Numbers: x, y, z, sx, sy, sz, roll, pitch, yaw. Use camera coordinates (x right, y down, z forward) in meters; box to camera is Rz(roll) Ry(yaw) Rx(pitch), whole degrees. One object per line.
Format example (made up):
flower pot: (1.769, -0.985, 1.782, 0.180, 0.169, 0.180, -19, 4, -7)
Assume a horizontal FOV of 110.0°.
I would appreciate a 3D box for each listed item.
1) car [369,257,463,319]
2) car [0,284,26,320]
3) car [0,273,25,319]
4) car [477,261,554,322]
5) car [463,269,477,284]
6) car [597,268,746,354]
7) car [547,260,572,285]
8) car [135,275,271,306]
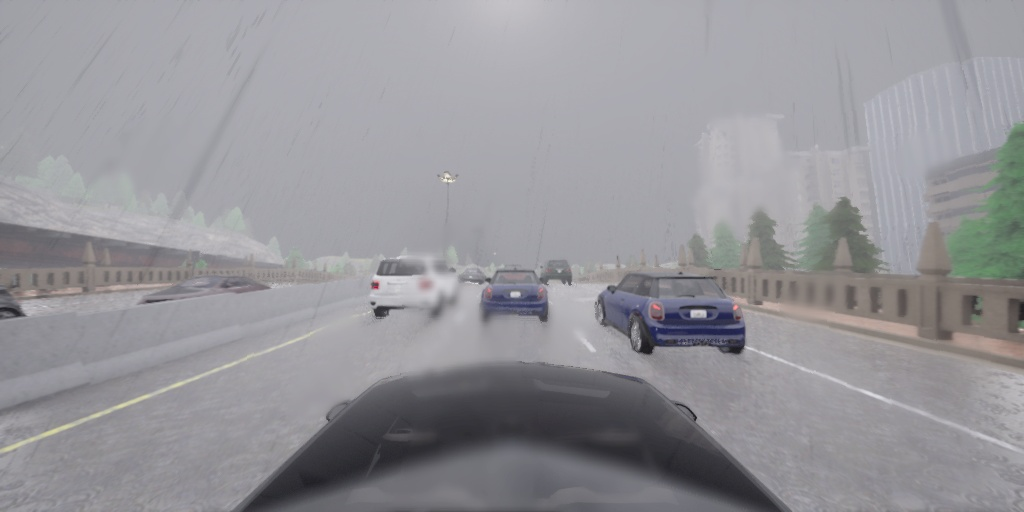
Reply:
car: (-3.395, 1.052, 13.421, 2.150, 2.045, 5.566, 0, 0, 0)
car: (-14.095, 1.352, 7.848, 1.994, 1.385, 4.181, 0, 0, 0)
car: (-17.593, 1.305, 9.834, 1.837, 1.490, 4.892, 0, 0, 0)
car: (0.105, 1.178, 12.750, 2.097, 1.767, 4.553, 0, 0, 0)
car: (-3.385, 1.788, 31.412, 1.994, 1.385, 4.181, 0, -3, 0)
car: (3.603, 1.153, 9.049, 2.097, 1.767, 4.553, 0, 0, 0)
car: (3.614, 1.373, 29.903, 2.150, 2.045, 5.566, 0, -3, 0)
car: (-10.587, 1.387, 12.734, 1.994, 1.385, 4.181, 0, 0, 0)
